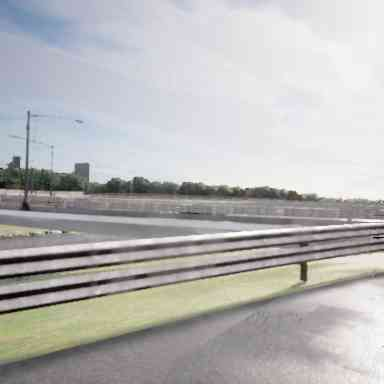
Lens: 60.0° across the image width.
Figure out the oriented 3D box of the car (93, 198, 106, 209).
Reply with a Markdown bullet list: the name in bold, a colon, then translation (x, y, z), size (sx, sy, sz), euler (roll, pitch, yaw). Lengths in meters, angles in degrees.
- **car**: translation (-14.200, 1.508, 45.932), size (5.357, 1.411, 2.033), euler (1, -1, 28)

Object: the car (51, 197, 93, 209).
- **car**: translation (-15.896, 1.414, 42.871), size (5.357, 1.411, 2.033), euler (1, -1, 28)

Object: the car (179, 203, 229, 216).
- **car**: translation (1.227, 1.763, 31.639), size (4.718, 1.301, 1.895), euler (1, -1, 16)
